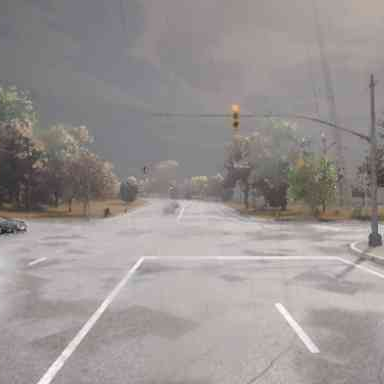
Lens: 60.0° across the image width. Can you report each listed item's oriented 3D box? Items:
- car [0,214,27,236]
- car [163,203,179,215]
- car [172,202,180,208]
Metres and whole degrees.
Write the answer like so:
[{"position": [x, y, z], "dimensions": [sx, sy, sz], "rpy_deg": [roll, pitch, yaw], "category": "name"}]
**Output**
[{"position": [-12.791, 1.981, 20.731], "dimensions": [4.892, 1.490, 1.837], "rpy_deg": [1, -2, 8], "category": "car"}, {"position": [-3.635, 2.905, 54.001], "dimensions": [2.033, 1.411, 5.357], "rpy_deg": [0, 0, 0], "category": "car"}, {"position": [-3.564, 2.785, 69.414], "dimensions": [1.837, 1.490, 4.892], "rpy_deg": [0, 1, 0], "category": "car"}]
